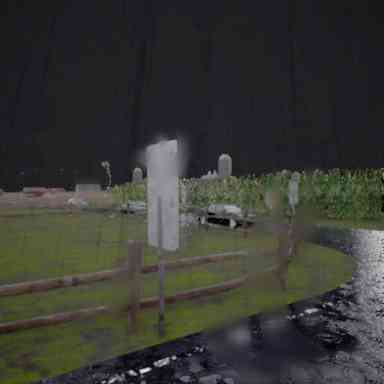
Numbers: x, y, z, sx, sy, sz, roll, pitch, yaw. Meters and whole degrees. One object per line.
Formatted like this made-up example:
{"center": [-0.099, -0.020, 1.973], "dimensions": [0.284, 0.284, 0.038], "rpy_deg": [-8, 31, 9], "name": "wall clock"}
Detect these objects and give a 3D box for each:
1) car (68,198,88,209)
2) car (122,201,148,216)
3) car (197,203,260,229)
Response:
{"center": [-17.502, 1.721, 50.704], "dimensions": [2.097, 1.767, 4.553], "rpy_deg": [-1, 0, -35], "name": "car"}
{"center": [-5.457, 1.679, 33.595], "dimensions": [2.128, 1.511, 4.902], "rpy_deg": [-1, 0, -35], "name": "car"}
{"center": [2.367, 1.555, 22.585], "dimensions": [1.882, 1.535, 5.008], "rpy_deg": [-1, 0, -35], "name": "car"}
